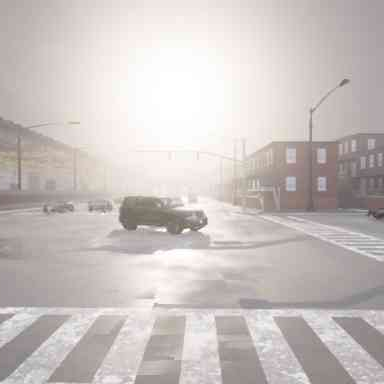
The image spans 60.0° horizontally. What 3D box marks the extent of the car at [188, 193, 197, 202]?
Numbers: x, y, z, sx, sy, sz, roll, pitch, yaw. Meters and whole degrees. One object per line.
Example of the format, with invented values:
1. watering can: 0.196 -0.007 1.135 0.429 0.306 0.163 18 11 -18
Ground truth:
1. car: 0.072 1.225 80.290 2.150 2.045 5.566 0 0 0

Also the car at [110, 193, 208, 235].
1. car: -1.809 1.221 19.146 5.566 2.045 2.150 0 1 35

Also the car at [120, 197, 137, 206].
1. car: -10.537 1.601 55.533 1.895 1.301 4.718 0 0 0

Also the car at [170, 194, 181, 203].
1. car: -3.369 1.353 70.227 2.097 1.767 4.553 0 0 0

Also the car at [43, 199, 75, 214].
1. car: -14.069 1.491 35.305 2.128 1.511 4.902 0 0 0

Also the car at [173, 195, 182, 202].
1. car: -3.427 1.478 80.513 1.882 1.535 5.008 0 0 0

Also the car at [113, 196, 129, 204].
1. car: -13.951 1.547 65.774 2.033 1.411 5.357 0 0 0

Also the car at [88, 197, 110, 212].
1. car: -10.478 1.505 38.103 1.837 1.490 4.892 0 0 -1

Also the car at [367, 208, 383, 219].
1. car: 17.059 1.547 26.669 5.357 1.411 2.033 0 0 0

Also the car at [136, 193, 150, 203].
1. car: -10.436 1.218 71.541 2.150 2.045 5.566 0 0 0

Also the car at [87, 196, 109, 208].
1. car: -14.051 1.478 49.870 1.882 1.535 5.008 0 0 0

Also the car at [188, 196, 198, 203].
1. car: 0.162 1.548 69.657 2.033 1.411 5.357 0 0 0
